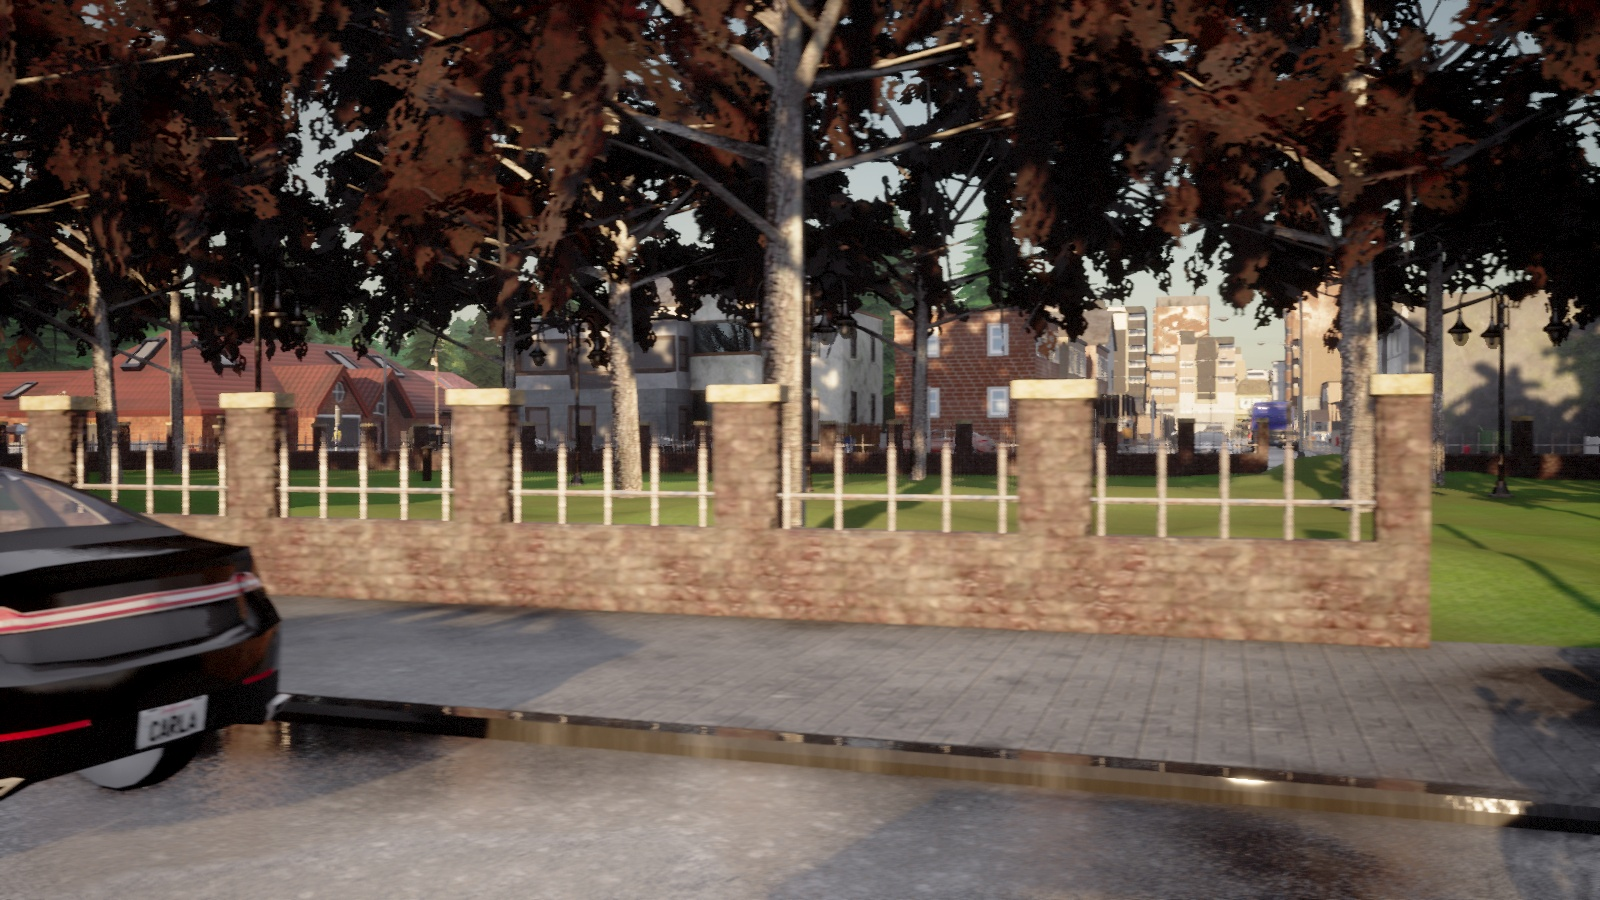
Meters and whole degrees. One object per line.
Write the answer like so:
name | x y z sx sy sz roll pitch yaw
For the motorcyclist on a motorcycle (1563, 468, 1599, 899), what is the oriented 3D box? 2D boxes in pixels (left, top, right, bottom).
motorcyclist on a motorcycle | 3.012 0.830 2.708 2.191 1.530 0.866 1 1 19

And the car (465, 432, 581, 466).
car | -12.225 -0.083 55.506 4.674 1.442 1.812 0 1 15

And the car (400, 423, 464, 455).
car | -22.635 -0.701 77.311 1.905 1.878 3.866 1 1 19

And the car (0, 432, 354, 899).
car | -4.615 0.681 5.273 4.902 1.511 2.128 1 1 19

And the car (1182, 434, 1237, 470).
car | 17.507 0.056 53.839 1.812 1.442 4.674 0 1 13

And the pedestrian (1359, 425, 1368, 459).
pedestrian | 30.417 -0.435 67.776 0.345 1.836 0.594 1 1 28

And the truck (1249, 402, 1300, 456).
truck | 31.882 -1.390 84.614 2.891 3.462 7.936 1 1 19

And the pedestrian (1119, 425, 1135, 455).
pedestrian | 19.979 -0.618 76.755 0.874 1.855 0.900 1 1 18

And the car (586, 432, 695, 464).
car | -7.399 -0.108 58.222 4.674 1.442 1.812 1 1 19

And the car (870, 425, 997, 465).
car | 5.716 -0.233 53.707 5.027 1.651 2.152 1 1 18
